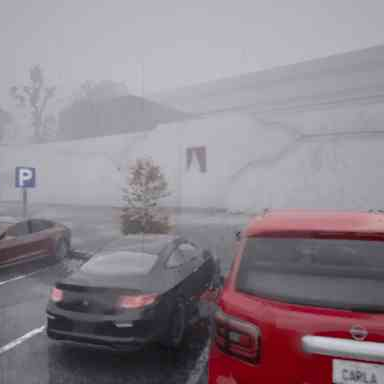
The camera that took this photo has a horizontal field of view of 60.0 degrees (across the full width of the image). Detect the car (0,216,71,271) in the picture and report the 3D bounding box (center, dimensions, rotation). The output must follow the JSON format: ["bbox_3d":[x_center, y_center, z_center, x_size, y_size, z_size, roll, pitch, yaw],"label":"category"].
[{"bbox_3d":[-5.576,1.497,9.740,2.163,1.488,4.792,1,0,16],"label":"car"}]

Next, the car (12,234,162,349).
[{"bbox_3d":[-0.712,1.525,6.301,2.002,1.452,4.674,0,-1,15],"label":"car"}]

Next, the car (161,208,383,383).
[{"bbox_3d":[1.727,1.239,4.603,2.435,2.045,5.566,0,-1,15],"label":"car"}]
